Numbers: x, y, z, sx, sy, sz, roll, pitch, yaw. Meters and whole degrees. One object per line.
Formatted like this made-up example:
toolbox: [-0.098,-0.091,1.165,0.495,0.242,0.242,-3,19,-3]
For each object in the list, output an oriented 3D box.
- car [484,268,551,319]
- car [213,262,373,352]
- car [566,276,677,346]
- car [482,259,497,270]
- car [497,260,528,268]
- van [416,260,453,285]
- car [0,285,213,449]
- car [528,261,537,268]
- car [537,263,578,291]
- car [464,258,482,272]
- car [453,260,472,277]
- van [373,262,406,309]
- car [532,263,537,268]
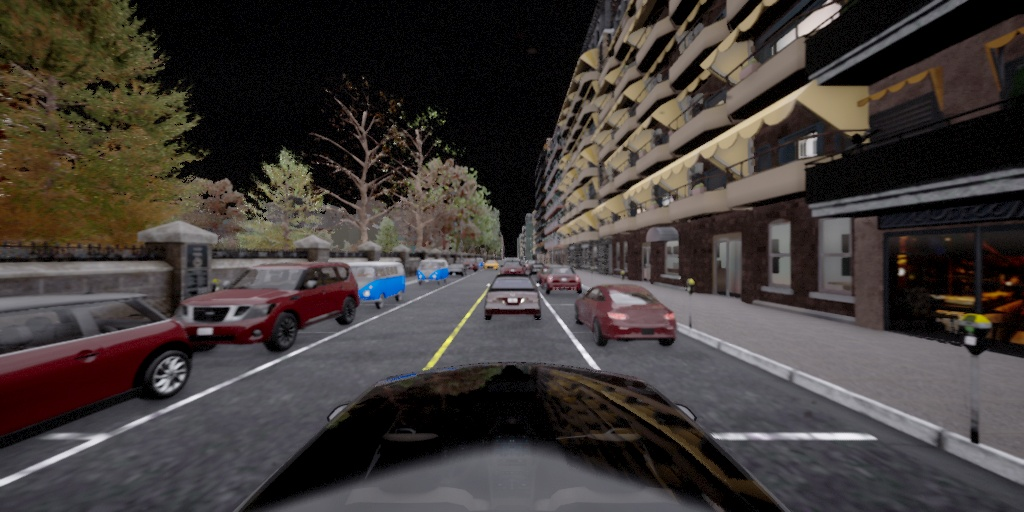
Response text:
car: [0.043,1.327,12.836,2.033,1.411,5.357,0,0,1]
car: [-5.690,1.085,9.168,2.192,1.841,5.009,0,0,0]
car: [2.691,1.352,9.168,1.802,1.307,4.207,0,0,0]
car: [-3.083,1.376,53.306,1.882,1.535,5.008,0,0,0]
car: [0.066,1.181,31.275,2.097,1.767,4.553,0,0,0]
van: [-5.690,1.156,26.060,1.690,1.789,3.998,0,0,0]
car: [-5.689,1.195,3.538,1.967,1.591,4.097,0,0,0]
car: [2.690,1.413,37.321,1.948,1.339,4.313,0,0,0]
car: [2.690,1.240,20.430,1.967,1.591,4.097,0,0,0]
car: [-5.690,1.197,48.580,2.192,1.841,5.009,0,0,0]
car: [-5.691,1.413,37.321,1.948,1.339,4.313,0,0,0]
van: [-5.689,1.126,14.799,1.690,1.789,3.998,0,0,0]
car: [2.690,1.397,26.060,1.802,1.307,4.207,0,0,0]
